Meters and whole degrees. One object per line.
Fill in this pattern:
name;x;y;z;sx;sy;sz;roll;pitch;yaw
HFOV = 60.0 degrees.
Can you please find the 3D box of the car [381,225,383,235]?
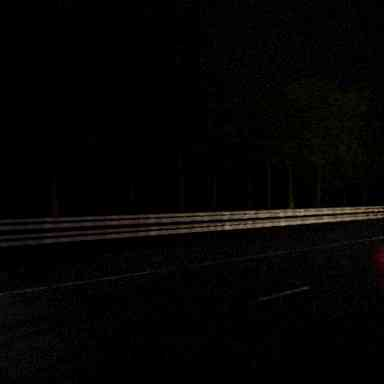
car;11.122;1.736;15.978;4.718;1.301;1.895;1;0;-36
